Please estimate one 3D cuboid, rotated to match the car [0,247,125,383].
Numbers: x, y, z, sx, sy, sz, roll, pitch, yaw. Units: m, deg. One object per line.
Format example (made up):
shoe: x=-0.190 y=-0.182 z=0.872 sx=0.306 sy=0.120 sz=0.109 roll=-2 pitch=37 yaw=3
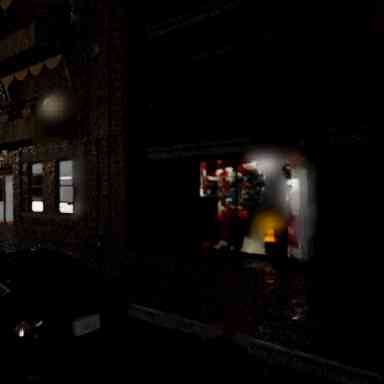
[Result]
car: x=-2.858 y=1.501 z=4.920 sx=4.313 sy=1.339 sz=1.947 roll=1 pitch=0 yaw=35
